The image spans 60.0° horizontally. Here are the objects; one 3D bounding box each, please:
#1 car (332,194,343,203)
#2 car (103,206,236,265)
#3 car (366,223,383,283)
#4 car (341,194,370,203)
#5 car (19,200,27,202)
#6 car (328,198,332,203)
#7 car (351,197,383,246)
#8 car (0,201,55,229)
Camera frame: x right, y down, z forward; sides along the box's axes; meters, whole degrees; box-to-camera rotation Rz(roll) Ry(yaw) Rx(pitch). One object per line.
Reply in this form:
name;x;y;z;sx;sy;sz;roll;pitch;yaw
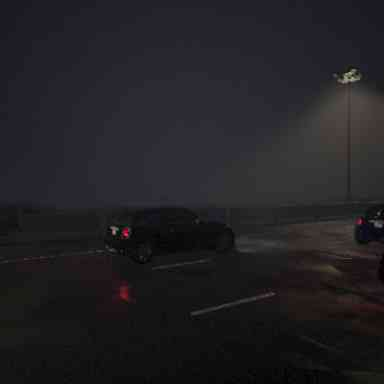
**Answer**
car;20.854;1.056;42.380;4.902;1.511;2.128;-1;1;-21
car;-0.656;1.261;11.593;4.553;1.767;2.097;-1;1;-33
car;6.239;1.474;7.677;4.181;1.385;1.994;-1;1;-32
car;19.919;1.204;38.265;4.718;1.301;1.895;0;0;-22
car;-14.415;1.401;27.895;4.181;1.385;1.994;-1;1;-33
car;21.242;1.024;46.268;4.902;1.511;2.128;0;0;-21
car;8.595;1.208;13.127;4.553;1.767;2.097;-1;1;-30
car;-10.216;1.445;18.117;5.357;1.411;2.033;-1;1;-34
